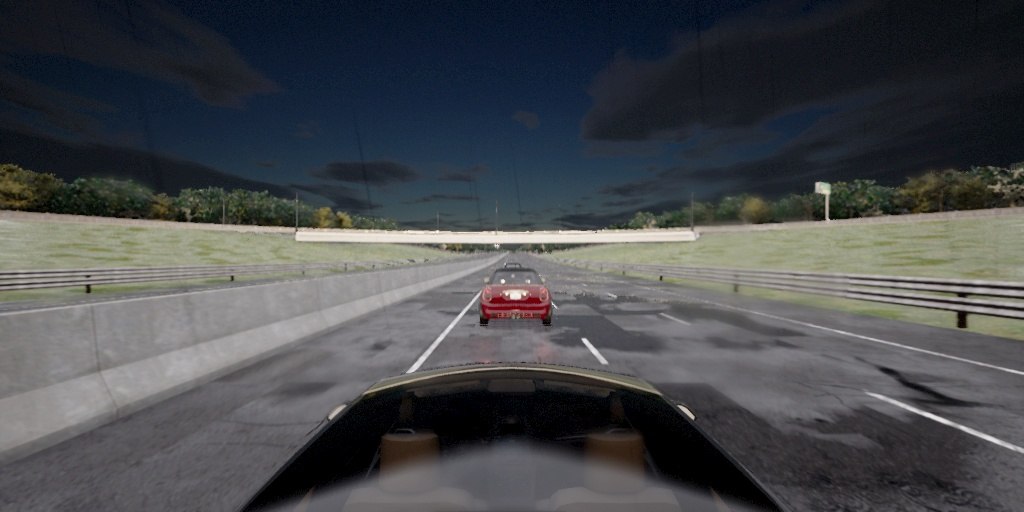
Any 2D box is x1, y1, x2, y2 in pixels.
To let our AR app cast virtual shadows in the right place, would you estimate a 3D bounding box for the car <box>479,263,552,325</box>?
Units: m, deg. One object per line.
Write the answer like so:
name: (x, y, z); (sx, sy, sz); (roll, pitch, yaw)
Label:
car: (0.094, 1.140, 12.073); (2.097, 1.767, 4.553); (0, 0, 0)
